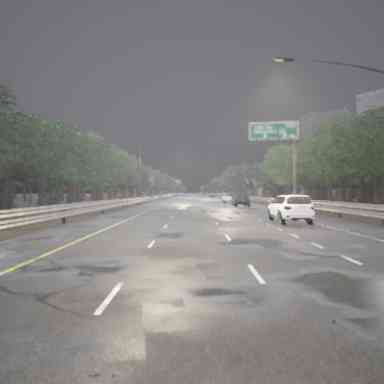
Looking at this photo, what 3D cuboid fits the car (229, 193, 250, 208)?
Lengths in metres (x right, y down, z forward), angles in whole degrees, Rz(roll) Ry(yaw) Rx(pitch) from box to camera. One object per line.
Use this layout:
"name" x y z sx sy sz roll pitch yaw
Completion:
"car" 7.112 1.191 48.743 2.150 2.045 5.566 0 0 0

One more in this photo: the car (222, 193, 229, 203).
"car" 7.168 1.179 65.792 2.150 2.045 5.566 0 0 0

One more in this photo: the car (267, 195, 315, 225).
"car" 7.034 1.215 24.088 2.150 2.045 5.566 0 0 0
